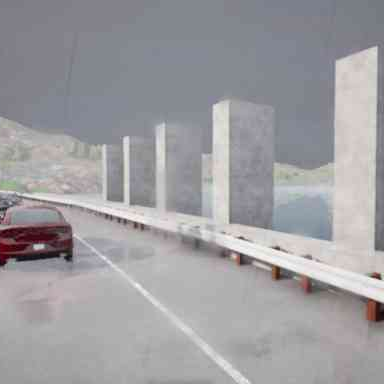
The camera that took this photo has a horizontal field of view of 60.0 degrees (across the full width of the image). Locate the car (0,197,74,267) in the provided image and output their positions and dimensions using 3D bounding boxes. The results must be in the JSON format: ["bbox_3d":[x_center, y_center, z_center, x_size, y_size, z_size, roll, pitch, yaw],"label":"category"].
[{"bbox_3d":[-4.991,1.140,10.421,1.882,1.535,5.008,-1,2,-29],"label":"car"}]

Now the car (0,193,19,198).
[{"bbox_3d":[-13.533,0.769,24.382,2.033,1.411,5.357,-1,2,-34],"label":"car"}]
